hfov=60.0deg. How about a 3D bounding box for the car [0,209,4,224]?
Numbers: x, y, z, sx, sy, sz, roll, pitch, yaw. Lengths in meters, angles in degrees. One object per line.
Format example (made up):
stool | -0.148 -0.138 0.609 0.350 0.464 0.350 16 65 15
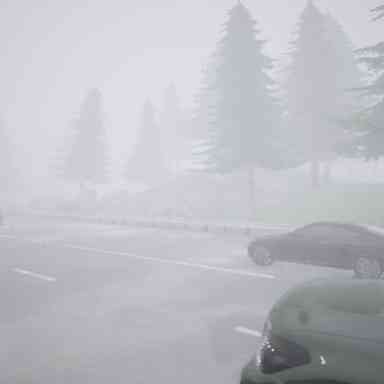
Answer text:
car | -15.142 1.537 23.395 4.902 1.511 2.128 0 0 35

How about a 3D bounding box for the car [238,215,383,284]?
car | 3.880 1.529 9.815 4.674 1.442 1.812 0 0 36

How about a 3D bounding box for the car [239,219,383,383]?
car | 3.040 1.220 1.823 5.566 2.045 2.150 0 0 36
